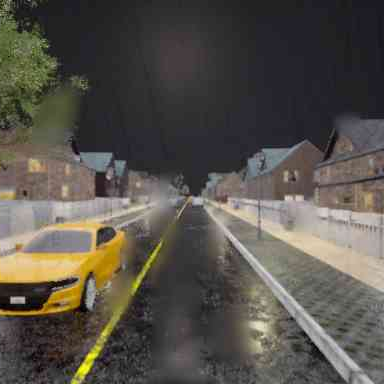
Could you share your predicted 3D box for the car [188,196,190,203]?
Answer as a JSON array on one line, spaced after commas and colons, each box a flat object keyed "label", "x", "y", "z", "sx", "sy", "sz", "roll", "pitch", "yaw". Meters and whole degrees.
[{"label": "car", "x": 0.025, "y": 1.678, "z": 73.416, "sx": 1.882, "sy": 1.535, "sz": 5.008, "roll": 0, "pitch": 0, "yaw": 0}]

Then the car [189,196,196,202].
[{"label": "car", "x": 0.029, "y": 1.793, "z": 88.515, "sx": 1.837, "sy": 1.490, "sz": 4.892, "roll": 0, "pitch": 0, "yaw": 0}]

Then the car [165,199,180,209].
[{"label": "car", "x": -2.812, "y": 1.700, "z": 48.693, "sx": 1.812, "sy": 1.442, "sz": 4.674, "roll": 0, "pitch": 0, "yaw": 0}]

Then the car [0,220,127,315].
[{"label": "car", "x": -2.847, "y": 1.501, "z": 7.930, "sx": 1.882, "sy": 1.535, "sz": 5.008, "roll": 0, "pitch": 0, "yaw": 0}]

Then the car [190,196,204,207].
[{"label": "car", "x": 0.981, "y": 1.730, "z": 54.728, "sx": 1.812, "sy": 1.442, "sz": 4.674, "roll": 0, "pitch": 0, "yaw": 0}]
